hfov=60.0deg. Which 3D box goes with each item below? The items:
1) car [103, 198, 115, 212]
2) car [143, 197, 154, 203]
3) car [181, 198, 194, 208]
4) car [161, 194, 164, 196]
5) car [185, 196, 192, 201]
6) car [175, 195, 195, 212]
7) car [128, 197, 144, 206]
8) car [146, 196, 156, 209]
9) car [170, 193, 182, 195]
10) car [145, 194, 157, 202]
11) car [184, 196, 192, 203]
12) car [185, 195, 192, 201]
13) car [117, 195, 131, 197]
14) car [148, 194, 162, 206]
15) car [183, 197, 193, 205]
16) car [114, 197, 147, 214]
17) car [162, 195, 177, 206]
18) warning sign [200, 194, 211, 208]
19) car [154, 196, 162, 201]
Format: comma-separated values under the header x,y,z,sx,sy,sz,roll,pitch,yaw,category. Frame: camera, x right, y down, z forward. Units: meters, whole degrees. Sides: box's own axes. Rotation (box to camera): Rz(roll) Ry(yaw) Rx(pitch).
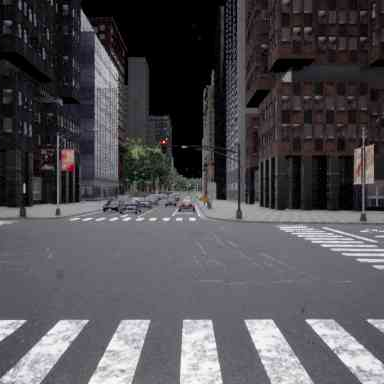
x,y,z,sx,sy,sz,roll,pitch,yaw,category
-9.124,1.574,38.944,1.947,1.339,4.313,0,0,0,car
-9.328,1.668,71.499,1.802,1.307,4.206,0,0,0,car
-0.667,1.614,49.844,1.802,1.307,4.206,0,0,0,car
-9.431,1.449,87.777,2.192,1.841,5.009,0,0,0,car
-0.940,1.695,93.243,1.887,1.381,4.507,0,0,0,car
-0.600,1.448,38.995,1.967,1.590,4.097,0,0,0,car
-9.225,1.570,55.051,1.752,1.417,4.829,0,0,0,car
-6.506,1.586,45.378,1.994,1.385,4.181,0,0,-1,car
-3.589,1.623,75.816,1.812,1.442,4.674,0,0,0,car
-9.363,1.417,76.926,2.192,1.841,5.009,0,0,0,car
-0.804,1.612,71.714,1.752,1.417,4.829,0,0,0,car
-0.905,1.574,87.819,1.967,1.590,4.097,0,0,0,car
-9.159,1.335,44.370,2.192,1.841,5.009,0,0,0,car
-6.549,1.551,55.571,1.837,1.490,4.892,0,0,0,car
-0.735,1.603,60.694,1.887,1.381,4.507,0,0,0,car
-6.446,1.548,35.423,2.033,1.411,5.357,0,0,-1,car
-3.356,1.591,54.815,2.033,1.411,5.357,0,0,0,car
1.689,1.131,42.679,1.300,1.860,1.060,0,0,0,warning sign
-9.464,1.695,93.202,1.887,1.381,4.507,0,0,0,car
